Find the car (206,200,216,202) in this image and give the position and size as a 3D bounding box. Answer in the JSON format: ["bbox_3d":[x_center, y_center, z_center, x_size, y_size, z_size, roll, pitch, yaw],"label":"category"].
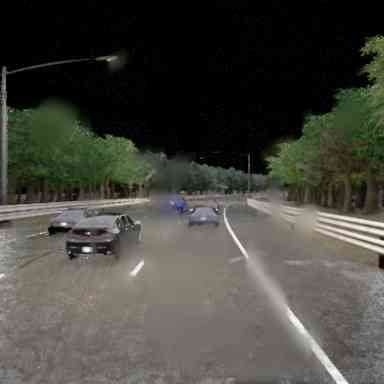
[{"bbox_3d":[2.307,1.661,40.587,1.994,1.385,4.181,0,0,6],"label":"car"}]

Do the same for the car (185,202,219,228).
[{"bbox_3d":[0.828,1.605,22.415,1.994,1.385,4.181,0,0,3],"label":"car"}]

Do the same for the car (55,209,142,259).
[{"bbox_3d":[-3.134,1.523,12.633,1.837,1.490,4.892,0,0,2],"label":"car"}]

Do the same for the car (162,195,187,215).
[{"bbox_3d":[-1.766,1.292,34.926,2.150,2.045,5.566,0,0,5],"label":"car"}]

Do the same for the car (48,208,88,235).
[{"bbox_3d":[-6.375,1.589,18.796,1.994,1.385,4.181,0,0,3],"label":"car"}]
